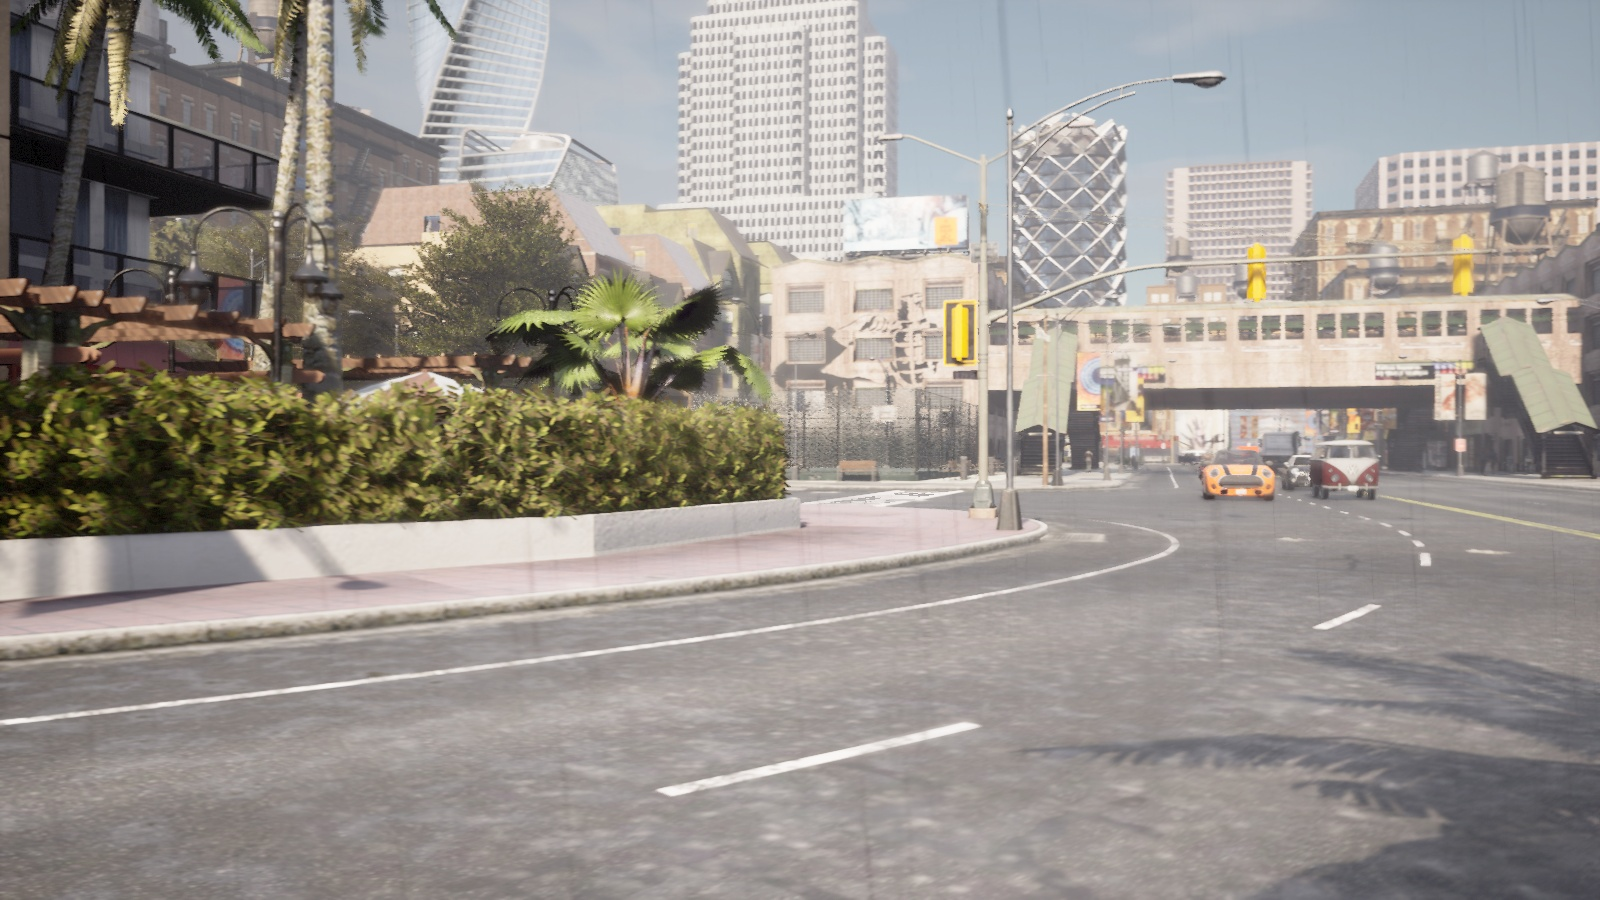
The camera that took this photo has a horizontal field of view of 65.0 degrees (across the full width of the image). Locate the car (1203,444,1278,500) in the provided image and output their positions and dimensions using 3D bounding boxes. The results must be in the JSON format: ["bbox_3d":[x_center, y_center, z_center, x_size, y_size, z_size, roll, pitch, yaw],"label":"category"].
[{"bbox_3d":[14.641,0.701,41.918,2.097,1.767,4.553,0,0,16],"label":"car"}]

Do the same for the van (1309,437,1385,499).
[{"bbox_3d":[18.464,0.587,42.543,1.775,1.987,4.442,0,0,16],"label":"van"}]

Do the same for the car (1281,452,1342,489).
[{"bbox_3d":[21.412,0.825,52.724,1.970,1.475,3.806,0,0,16],"label":"car"}]

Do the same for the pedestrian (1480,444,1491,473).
[{"bbox_3d":[45.063,0.550,82.562,0.540,1.848,0.694,0,0,24],"label":"pedestrian"}]
